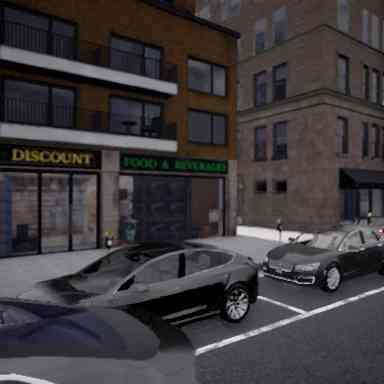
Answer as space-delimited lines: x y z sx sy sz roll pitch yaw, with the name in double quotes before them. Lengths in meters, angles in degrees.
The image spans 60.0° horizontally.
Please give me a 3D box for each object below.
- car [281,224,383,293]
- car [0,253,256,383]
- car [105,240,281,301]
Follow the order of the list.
"car" 3.772 1.570 8.840 4.403 1.369 2.008 0 0 -35
"car" -2.140 1.489 1.558 4.902 1.511 2.128 0 0 -35
"car" -0.735 1.572 5.657 4.313 1.339 1.947 0 0 -35
